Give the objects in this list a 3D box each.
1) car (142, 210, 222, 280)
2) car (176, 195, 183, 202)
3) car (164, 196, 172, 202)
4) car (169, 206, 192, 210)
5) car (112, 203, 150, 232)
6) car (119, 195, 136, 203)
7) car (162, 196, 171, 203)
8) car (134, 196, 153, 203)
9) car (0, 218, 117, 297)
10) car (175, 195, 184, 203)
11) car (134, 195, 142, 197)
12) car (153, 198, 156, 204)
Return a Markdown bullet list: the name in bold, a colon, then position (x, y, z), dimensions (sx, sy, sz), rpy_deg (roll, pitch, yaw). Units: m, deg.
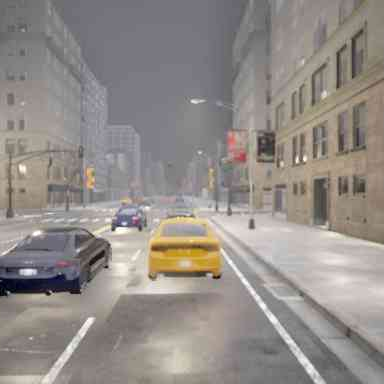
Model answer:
- **car**: position (-0.237, 1.533, 10.175), dimensions (1.882, 1.535, 5.008), rpy_deg (0, -1, -2)
- **car**: position (-3.445, 1.727, 92.278), dimensions (2.097, 1.767, 4.553), rpy_deg (0, 0, -2)
- **car**: position (-6.694, 1.912, 92.185), dimensions (2.033, 1.411, 5.357), rpy_deg (0, 0, -2)
- **car**: position (-0.699, 1.612, 19.753), dimensions (1.837, 1.490, 4.892), rpy_deg (0, 0, -2)
- **car**: position (-3.902, 1.642, 21.098), dimensions (1.812, 1.442, 4.674), rpy_deg (0, 0, -2)
- **car**: position (-12.078, 1.821, 61.176), dimensions (1.882, 1.535, 5.008), rpy_deg (0, 0, -2)
- **car**: position (-6.314, 1.804, 82.159), dimensions (2.097, 1.767, 4.553), rpy_deg (0, 0, -2)
- **car**: position (-8.820, 1.942, 60.943), dimensions (1.895, 1.301, 4.718), rpy_deg (0, 0, -2)
- **car**: position (-3.433, 1.613, 8.786), dimensions (1.994, 1.385, 4.181), rpy_deg (0, 0, -3)
- **car**: position (-3.066, 1.803, 82.282), dimensions (2.097, 1.767, 4.553), rpy_deg (0, 0, -2)
- **car**: position (-12.607, 1.651, 76.568), dimensions (2.150, 2.045, 5.566), rpy_deg (0, 0, -2)
- **car**: position (-9.343, 1.963, 76.253), dimensions (2.033, 1.411, 5.357), rpy_deg (0, 0, -2)
